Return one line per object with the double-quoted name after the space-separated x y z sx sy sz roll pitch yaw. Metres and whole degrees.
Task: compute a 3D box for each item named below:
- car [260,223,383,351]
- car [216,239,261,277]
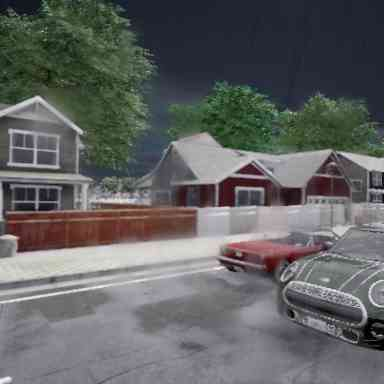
3.719 1.426 6.327 4.553 1.767 2.097 1 0 -35 "car"
3.005 1.691 9.808 4.718 1.301 1.895 1 0 -35 "car"
